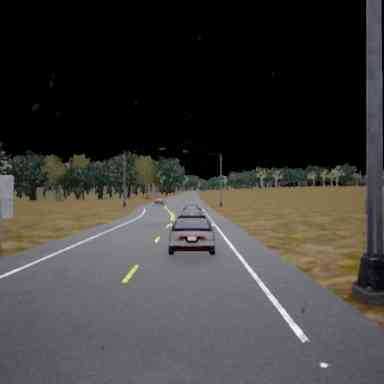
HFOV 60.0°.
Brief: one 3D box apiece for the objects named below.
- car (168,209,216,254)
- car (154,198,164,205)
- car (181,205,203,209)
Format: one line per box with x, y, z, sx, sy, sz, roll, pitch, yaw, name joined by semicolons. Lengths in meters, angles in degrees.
-0.003;1.680;14.001;2.033;1.411;5.357;0;-1;0;car
-7.025;2.024;71.646;1.882;1.535;5.008;0;0;0;car
-0.004;1.840;29.280;1.994;1.385;4.181;0;0;0;car
